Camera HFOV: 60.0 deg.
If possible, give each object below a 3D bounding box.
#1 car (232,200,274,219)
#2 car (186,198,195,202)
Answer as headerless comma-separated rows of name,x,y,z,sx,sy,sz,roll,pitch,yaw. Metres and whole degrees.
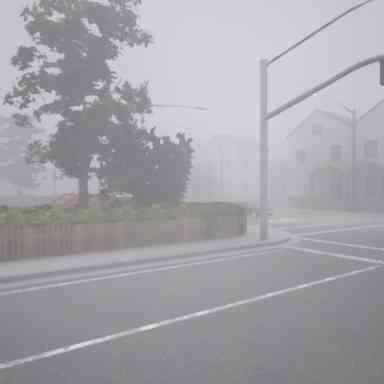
car,5.057,1.492,29.460,1.837,1.490,4.892,0,0,-35
car,-0.690,1.465,37.593,1.882,1.535,5.008,0,0,-35
